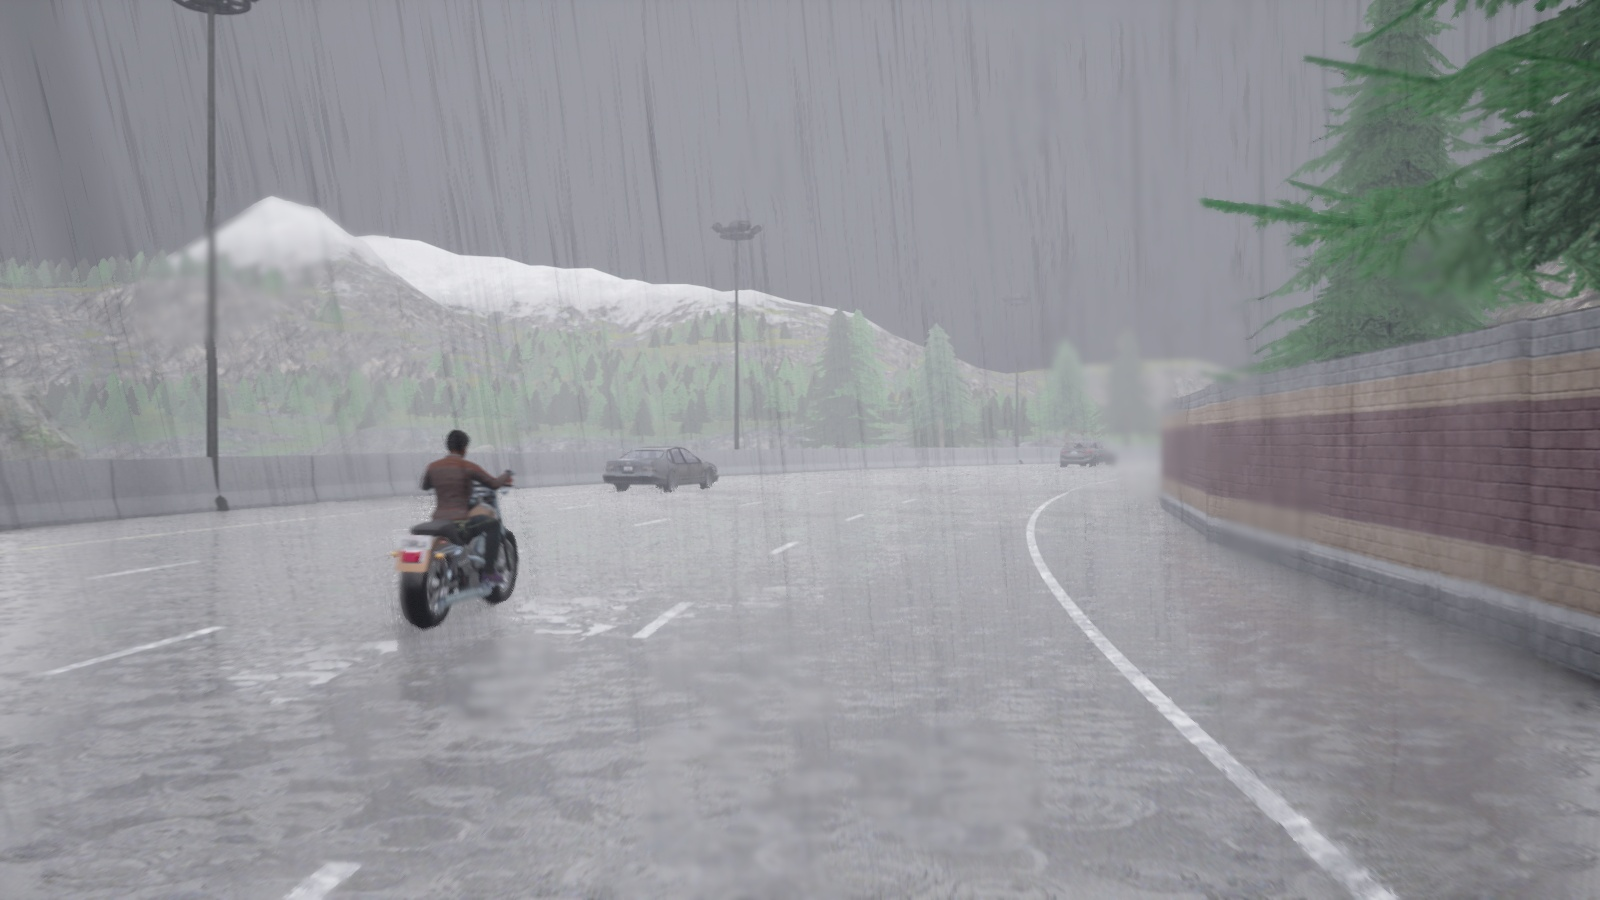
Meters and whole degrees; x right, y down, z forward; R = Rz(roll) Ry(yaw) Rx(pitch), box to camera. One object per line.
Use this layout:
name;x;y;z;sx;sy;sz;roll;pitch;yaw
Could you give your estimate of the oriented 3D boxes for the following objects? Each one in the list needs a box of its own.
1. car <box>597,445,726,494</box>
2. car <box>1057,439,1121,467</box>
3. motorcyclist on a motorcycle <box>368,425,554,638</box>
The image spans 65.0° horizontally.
car;-4.247;0.566;39.486;2.033;1.411;5.357;0;0;18
car;17.626;0.181;76.489;2.242;1.667;4.611;0;0;35
motorcyclist on a motorcycle;-2.886;0.631;11.006;0.766;1.649;2.350;1;0;6
